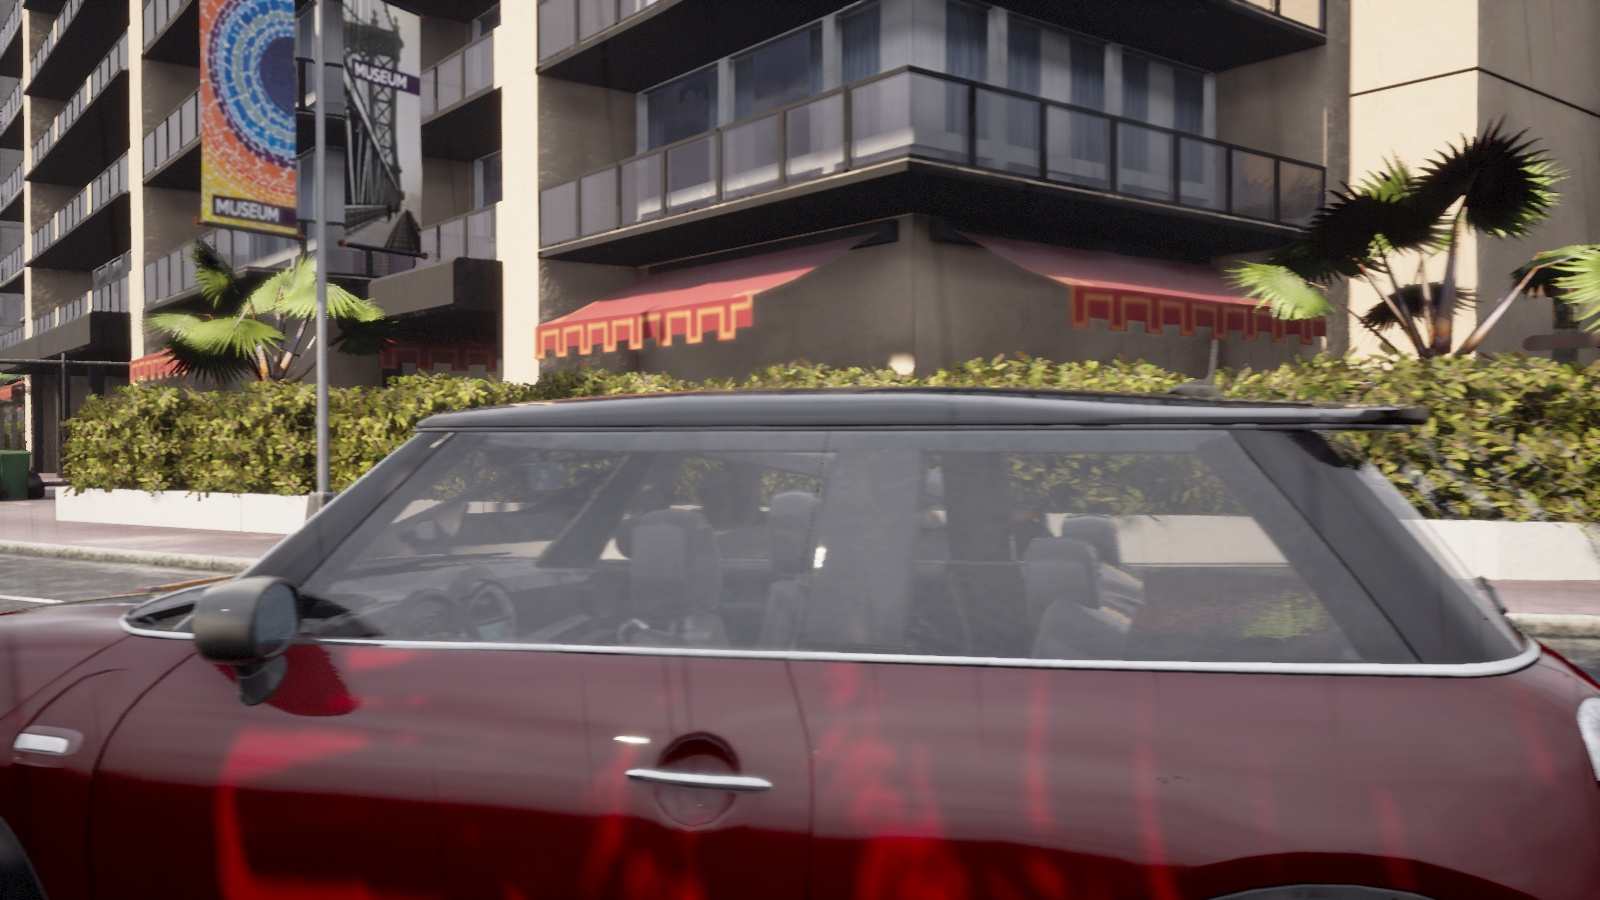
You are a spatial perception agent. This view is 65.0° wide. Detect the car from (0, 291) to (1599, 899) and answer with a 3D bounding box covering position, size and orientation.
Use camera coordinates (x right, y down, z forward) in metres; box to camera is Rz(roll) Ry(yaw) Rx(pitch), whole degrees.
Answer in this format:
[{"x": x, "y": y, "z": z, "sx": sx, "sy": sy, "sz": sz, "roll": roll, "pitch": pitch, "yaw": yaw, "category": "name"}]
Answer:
[{"x": -0.583, "y": 0.632, "z": 3.382, "sx": 4.553, "sy": 1.767, "sz": 2.097, "roll": 1, "pitch": 1, "yaw": 17, "category": "car"}]
